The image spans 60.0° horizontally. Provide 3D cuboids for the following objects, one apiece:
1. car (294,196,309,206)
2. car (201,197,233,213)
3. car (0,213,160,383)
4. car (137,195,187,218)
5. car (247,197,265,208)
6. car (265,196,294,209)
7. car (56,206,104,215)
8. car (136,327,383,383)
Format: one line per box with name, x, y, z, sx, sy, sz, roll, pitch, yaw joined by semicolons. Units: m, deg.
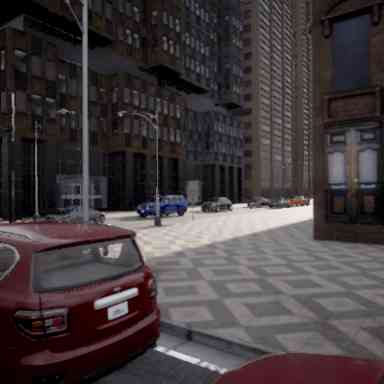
car;17.629;1.359;54.583;2.097;1.767;4.553;0;0;35
car;2.939;1.426;39.126;2.097;1.767;4.553;0;0;35
car;-2.726;1.353;4.902;5.009;1.841;2.192;-1;0;35
car;-2.691;1.317;31.166;2.150;2.045;5.566;0;0;35
car;9.719;1.536;48.660;2.128;1.511;4.902;0;0;35
car;12.457;1.593;47.151;1.994;1.385;4.181;0;0;36
car;-8.167;1.680;23.394;1.994;1.385;4.181;0;0;35
car;1.900;1.577;1.609;4.206;1.307;1.802;-1;0;35
